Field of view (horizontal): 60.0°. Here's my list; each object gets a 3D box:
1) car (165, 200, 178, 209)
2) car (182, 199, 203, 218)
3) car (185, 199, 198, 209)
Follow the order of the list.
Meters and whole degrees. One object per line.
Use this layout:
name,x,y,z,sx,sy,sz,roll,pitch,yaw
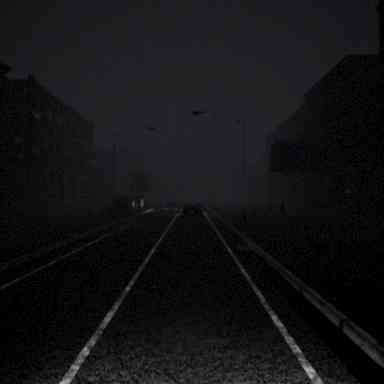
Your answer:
car,-3.148,1.908,52.121,1.895,1.301,4.718,0,0,0
car,0.034,1.629,32.265,1.882,1.535,5.008,0,0,0
car,-0.081,1.834,50.943,1.812,1.442,4.674,0,0,0
